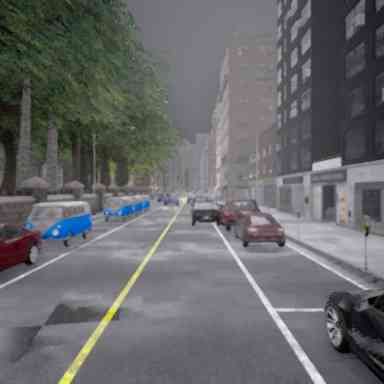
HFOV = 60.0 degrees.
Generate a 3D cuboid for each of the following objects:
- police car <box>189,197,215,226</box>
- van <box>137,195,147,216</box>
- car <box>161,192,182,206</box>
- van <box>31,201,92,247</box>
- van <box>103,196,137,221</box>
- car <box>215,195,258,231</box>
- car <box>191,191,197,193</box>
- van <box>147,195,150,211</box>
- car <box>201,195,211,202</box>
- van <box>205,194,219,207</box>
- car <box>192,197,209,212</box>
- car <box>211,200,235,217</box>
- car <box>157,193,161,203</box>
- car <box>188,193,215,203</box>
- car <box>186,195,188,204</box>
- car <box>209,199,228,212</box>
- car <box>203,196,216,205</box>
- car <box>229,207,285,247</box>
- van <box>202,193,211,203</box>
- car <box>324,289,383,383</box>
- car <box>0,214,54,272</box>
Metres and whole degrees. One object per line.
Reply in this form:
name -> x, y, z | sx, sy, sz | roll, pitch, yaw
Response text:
police car -> 0.906, 1.375, 23.294 | 1.930, 1.638, 5.238 | 0, 0, 0
van -> -5.663, 1.268, 31.526 | 1.690, 1.788, 3.998 | 0, 0, 0
car -> -3.055, 1.089, 50.455 | 2.150, 2.045, 5.566 | 0, 0, 0
van -> -5.667, 1.312, 14.553 | 1.690, 1.788, 3.998 | 0, 0, 0
van -> -5.664, 1.284, 25.869 | 1.690, 1.788, 3.998 | 0, 0, 0
car -> 2.859, 1.272, 20.229 | 2.192, 1.841, 5.009 | 0, 0, 0
car -> 0.016, 1.113, 73.707 | 1.882, 1.535, 5.008 | 0, 0, 0
van -> -5.662, 1.251, 37.184 | 1.690, 1.788, 3.998 | 0, 0, 0
car -> 2.872, 1.352, 71.173 | 1.947, 1.339, 4.313 | 0, 0, 0
van -> 2.866, 1.213, 48.531 | 1.690, 1.788, 3.998 | 0, 0, 0
car -> 0.909, 1.409, 39.183 | 1.837, 1.490, 4.892 | 0, 0, 0
car -> 2.863, 1.471, 31.550 | 1.887, 1.381, 4.507 | 0, 0, 0
car -> -5.654, 1.125, 65.474 | 2.192, 1.841, 5.009 | 0, 0, 0
car -> 0.887, 1.274, 33.153 | 2.097, 1.767, 4.553 | 0, 0, 0
car -> 0.013, 1.341, 58.600 | 1.837, 1.490, 4.892 | 0, 0, 0
car -> 2.864, 1.491, 37.211 | 1.802, 1.307, 4.206 | 0, 0, 0
car -> 2.868, 1.397, 54.192 | 1.887, 1.381, 4.507 | 0, 0, 0
car -> 2.859, 1.553, 14.569 | 1.802, 1.307, 4.206 | 0, 0, 0
van -> 2.870, 1.150, 65.512 | 1.690, 1.788, 3.998 | 0, 0, 0
car -> 2.856, 1.560, 3.247 | 1.947, 1.339, 4.313 | 0, 0, 0
car -> -5.668, 1.528, 8.895 | 1.887, 1.381, 4.507 | 0, 0, 0
